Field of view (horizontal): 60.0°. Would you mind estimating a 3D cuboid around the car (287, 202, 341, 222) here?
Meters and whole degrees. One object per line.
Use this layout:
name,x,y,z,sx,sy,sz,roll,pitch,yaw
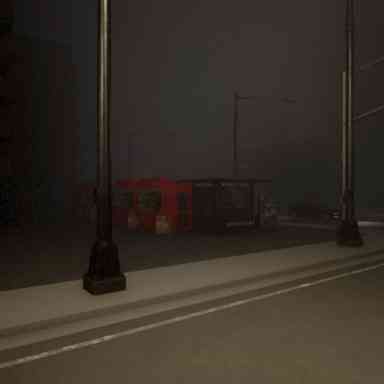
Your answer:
car,10.276,1.615,27.733,1.837,1.490,4.892,0,-1,-36
